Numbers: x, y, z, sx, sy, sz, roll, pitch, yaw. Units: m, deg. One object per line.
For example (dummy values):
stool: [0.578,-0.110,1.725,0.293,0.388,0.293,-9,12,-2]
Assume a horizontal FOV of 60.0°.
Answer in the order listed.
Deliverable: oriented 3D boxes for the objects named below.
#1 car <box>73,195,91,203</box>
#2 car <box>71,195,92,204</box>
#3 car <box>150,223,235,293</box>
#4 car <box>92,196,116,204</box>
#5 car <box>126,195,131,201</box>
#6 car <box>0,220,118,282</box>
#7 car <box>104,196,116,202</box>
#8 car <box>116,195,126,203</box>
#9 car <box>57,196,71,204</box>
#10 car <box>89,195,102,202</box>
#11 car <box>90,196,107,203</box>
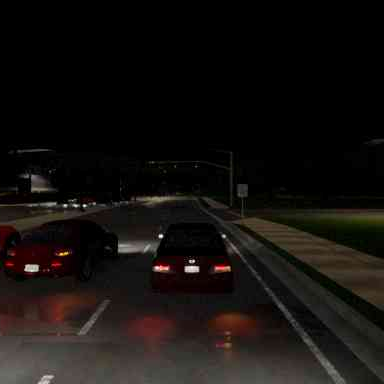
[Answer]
car: [-23.279,1.525,70.741,2.128,1.511,4.902,0,0,0]
car: [-19.829,1.352,61.073,2.097,1.767,4.553,0,0,0]
car: [0.006,1.547,8.975,2.033,1.411,5.357,0,0,0]
car: [-16.325,1.547,61.842,2.033,1.411,5.357,0,0,1]
car: [-16.278,1.499,82.081,1.837,1.490,4.892,0,0,0]
car: [-3.497,1.526,9.687,1.812,1.442,4.674,0,0,1]
car: [-19.778,1.594,80.442,1.895,1.301,4.718,0,0,0]
car: [-16.279,1.539,71.902,2.033,1.411,5.357,0,0,0]
car: [-23.317,1.504,61.615,1.837,1.490,4.892,0,0,1]
car: [-23.278,1.552,80.501,1.994,1.385,4.181,0,0,0]
car: [-19.779,1.539,70.485,2.033,1.411,5.357,0,0,0]
